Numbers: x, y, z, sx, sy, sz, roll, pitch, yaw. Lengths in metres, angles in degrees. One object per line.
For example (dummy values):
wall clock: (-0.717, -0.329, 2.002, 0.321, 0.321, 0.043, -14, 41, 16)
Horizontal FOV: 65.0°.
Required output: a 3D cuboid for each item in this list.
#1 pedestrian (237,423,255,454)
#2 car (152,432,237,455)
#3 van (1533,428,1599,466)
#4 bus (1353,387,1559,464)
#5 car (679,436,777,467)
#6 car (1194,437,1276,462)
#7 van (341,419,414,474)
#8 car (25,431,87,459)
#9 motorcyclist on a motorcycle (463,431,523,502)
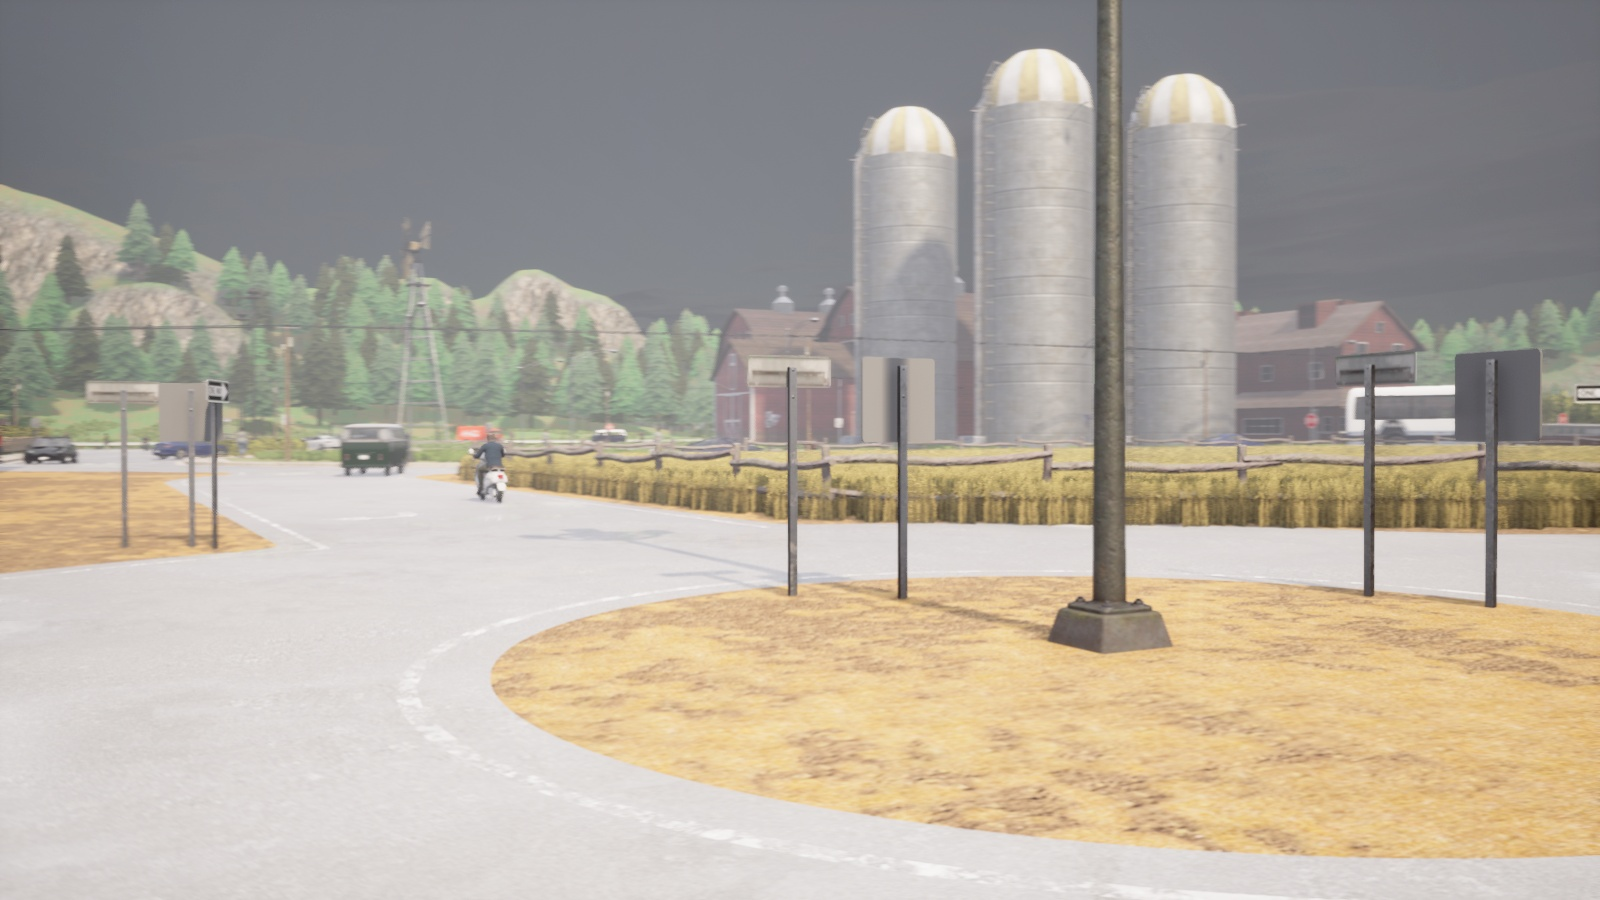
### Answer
pedestrian: (-33.251, -0.707, 75.393, 0.874, 1.855, 0.900, 0, 1, -14)
car: (-38.258, -0.415, 79.484, 1.812, 1.442, 4.674, 0, 1, 29)
van: (43.848, -0.185, 70.441, 1.775, 1.987, 4.442, 0, 2, -26)
bus: (38.887, -1.422, 74.692, 10.273, 4.253, 3.944, 1, 1, 39)
car: (-3.416, 0.053, 59.487, 4.181, 1.385, 1.994, 0, 1, -27)
car: (25.609, -0.059, 73.971, 4.674, 1.442, 1.812, 0, 1, -27)
van: (-16.162, -0.157, 48.222, 1.775, 1.987, 4.442, 0, 1, -7)
car: (-40.369, -0.297, 68.222, 2.163, 1.488, 4.792, 0, 1, -22)
motorcyclist on a motorcycle: (-7.089, 0.349, 28.916, 0.866, 1.590, 1.817, 0, 1, -30)
